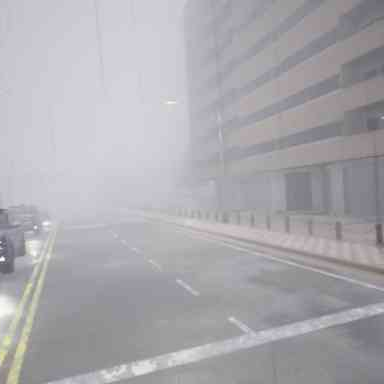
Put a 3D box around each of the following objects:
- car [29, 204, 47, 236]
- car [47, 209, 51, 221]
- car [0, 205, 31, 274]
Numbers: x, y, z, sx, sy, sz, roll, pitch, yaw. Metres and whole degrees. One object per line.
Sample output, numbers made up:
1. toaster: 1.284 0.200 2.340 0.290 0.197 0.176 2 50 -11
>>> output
1. car: -11.602 1.906 22.970 2.150 2.045 5.566 -3 0 -21
2. car: -17.209 2.601 37.885 1.895 1.301 4.718 -3 0 -20
3. car: -7.401 1.666 11.958 2.150 2.045 5.566 -3 0 -21
